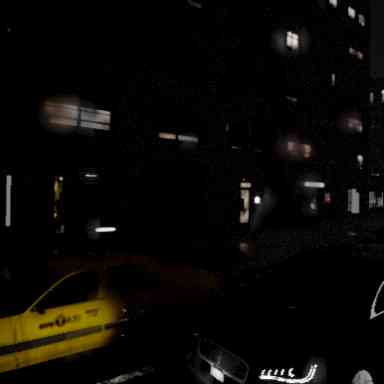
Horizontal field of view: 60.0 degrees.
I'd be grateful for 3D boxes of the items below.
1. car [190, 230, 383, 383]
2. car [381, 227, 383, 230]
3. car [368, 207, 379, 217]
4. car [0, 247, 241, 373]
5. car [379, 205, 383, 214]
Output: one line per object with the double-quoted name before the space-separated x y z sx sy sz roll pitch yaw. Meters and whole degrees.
"car" 2.226 1.547 4.655 4.892 1.490 1.837 1 0 -35
"car" 7.495 1.689 11.387 4.313 1.339 1.947 1 0 -35
"car" 17.506 1.868 36.184 1.967 1.590 4.097 1 -1 -36
"car" -1.714 1.537 4.841 4.829 1.417 1.752 1 0 -35
"car" 24.107 2.152 40.939 2.008 1.369 4.403 1 -1 -36
